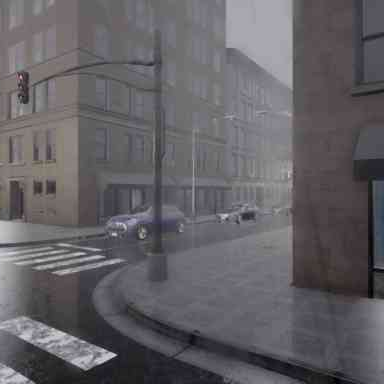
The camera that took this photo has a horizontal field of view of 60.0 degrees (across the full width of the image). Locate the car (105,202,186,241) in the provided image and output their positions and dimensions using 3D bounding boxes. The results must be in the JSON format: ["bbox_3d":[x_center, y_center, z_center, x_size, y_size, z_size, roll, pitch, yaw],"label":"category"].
[{"bbox_3d":[-2.335,1.432,17.538,2.097,1.767,4.553,0,0,36],"label":"car"}]

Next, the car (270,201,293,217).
[{"bbox_3d":[9.729,1.684,34.450,2.128,1.511,4.902,0,0,35],"label":"car"}]

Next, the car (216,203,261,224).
[{"bbox_3d":[3.681,1.629,25.951,2.128,1.511,4.902,0,0,36],"label":"car"}]
